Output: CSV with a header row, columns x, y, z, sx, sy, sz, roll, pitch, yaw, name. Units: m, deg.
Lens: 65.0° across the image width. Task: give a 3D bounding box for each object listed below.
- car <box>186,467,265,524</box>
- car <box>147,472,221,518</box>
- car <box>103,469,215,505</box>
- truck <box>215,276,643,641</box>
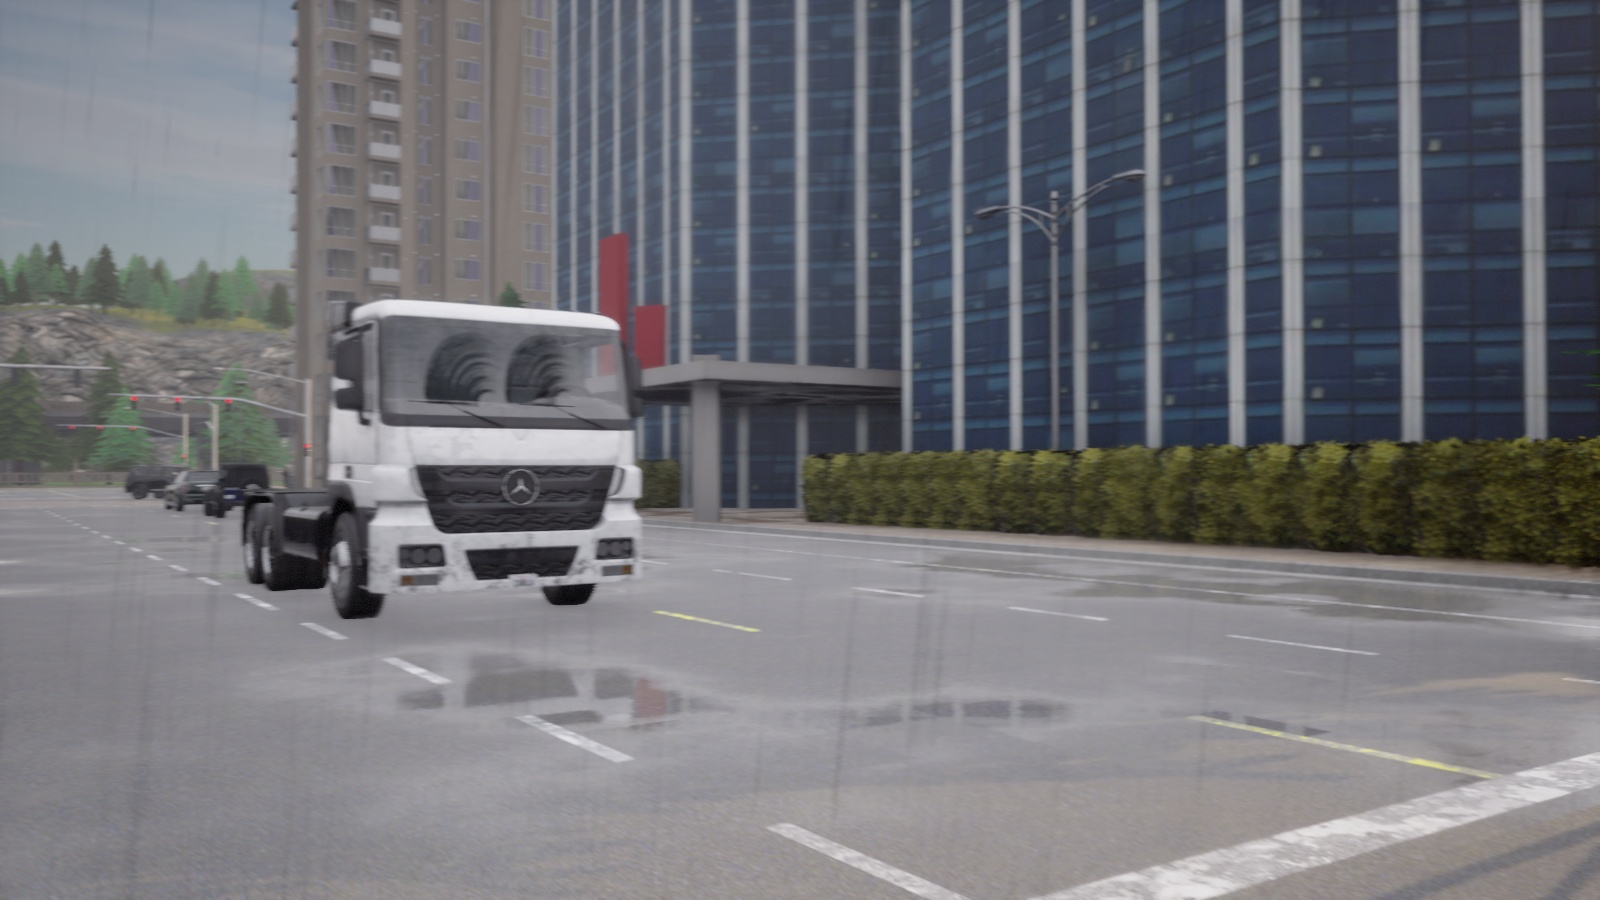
x,y,z,sx,sy,sz,roll,pitch,yaw,name
-20.217,1.566,44.124,1.905,1.878,3.866,0,-1,-34,car
-25.425,1.809,51.712,2.097,1.767,4.553,0,-1,-34,car
-37.218,2.150,72.980,5.566,2.045,2.150,-1,-1,7,car
-5.137,0.158,15.974,2.891,3.462,7.936,0,-1,-34,truck
